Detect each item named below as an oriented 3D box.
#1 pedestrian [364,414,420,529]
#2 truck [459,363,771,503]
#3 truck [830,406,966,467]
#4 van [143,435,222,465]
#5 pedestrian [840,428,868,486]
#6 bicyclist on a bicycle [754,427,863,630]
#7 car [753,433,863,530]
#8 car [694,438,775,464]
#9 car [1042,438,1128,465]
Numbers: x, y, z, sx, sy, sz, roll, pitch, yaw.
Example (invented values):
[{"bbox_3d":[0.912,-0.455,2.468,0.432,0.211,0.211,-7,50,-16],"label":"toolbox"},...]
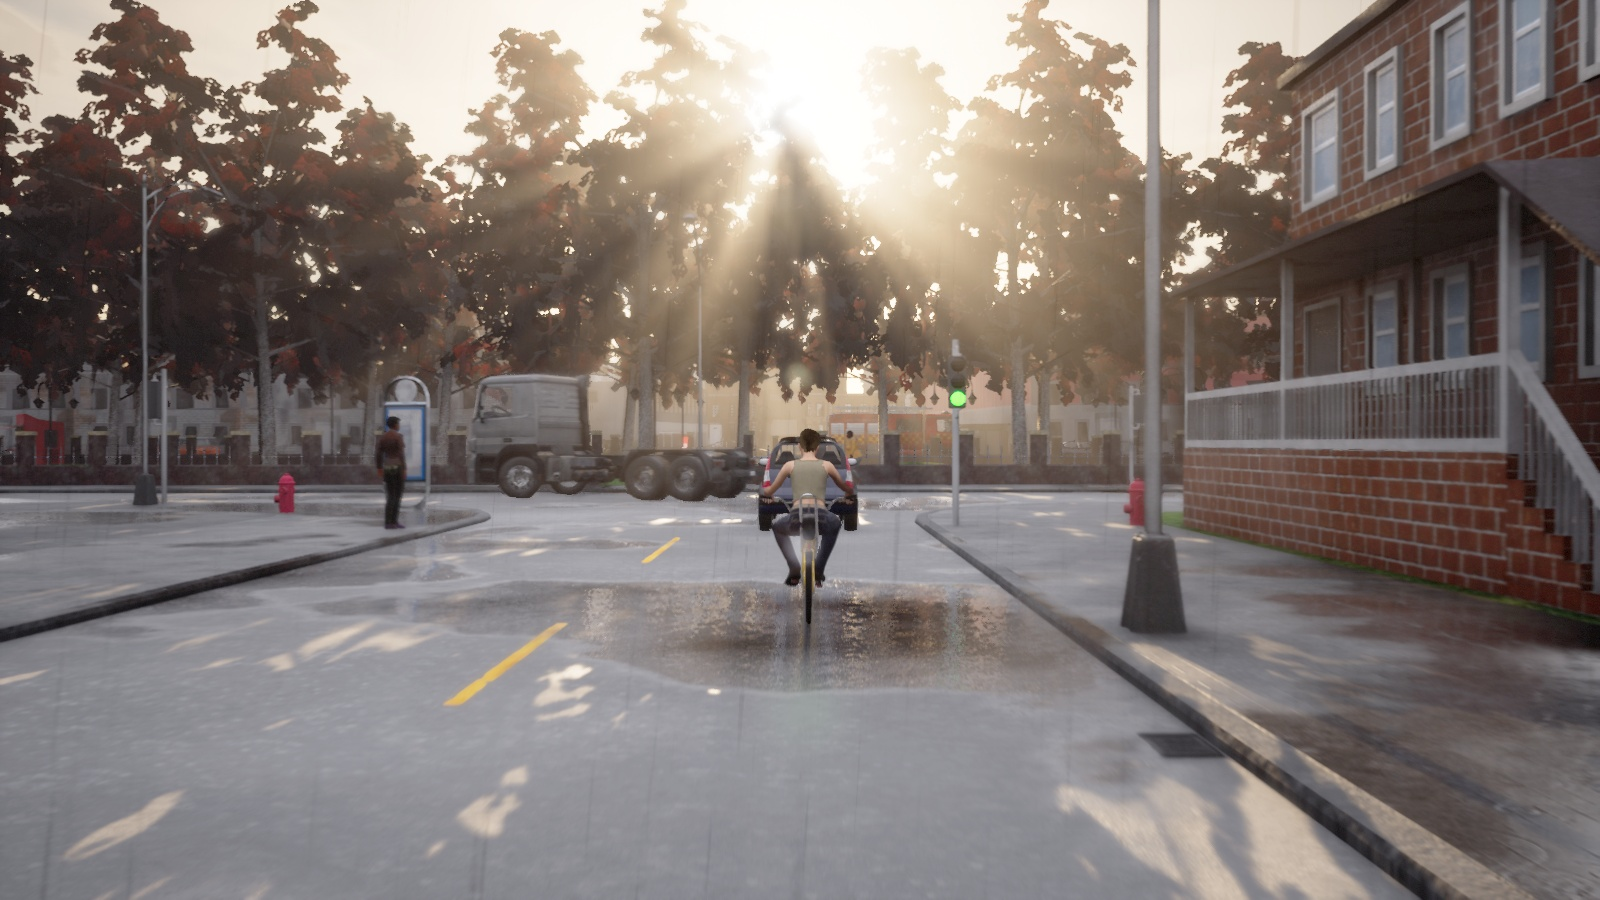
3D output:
[{"bbox_3d":[-6.548,0.337,20.166,0.328,1.805,0.869,0,0,30],"label":"pedestrian"},{"bbox_3d":[-5.001,-0.431,33.946,7.936,3.462,2.891,0,0,20],"label":"truck"},{"bbox_3d":[6.216,-0.868,80.642,8.468,3.827,2.891,0,0,0],"label":"truck"},{"bbox_3d":[-41.706,-0.012,84.835,4.442,1.987,1.775,0,0,0],"label":"van"},{"bbox_3d":[1.743,0.228,40.724,0.900,1.855,0.874,0,0,0],"label":"pedestrian"},{"bbox_3d":[0.075,0.622,10.756,0.866,1.612,1.509,0,0,0],"label":"bicyclist on a bicycle"},{"bbox_3d":[0.145,0.515,22.990,1.851,1.617,3.988,0,0,0],"label":"car"},{"bbox_3d":[-4.173,0.067,80.698,5.027,1.651,2.152,0,0,1],"label":"car"},{"bbox_3d":[18.252,0.086,80.590,5.027,1.651,2.152,0,0,0],"label":"car"}]
